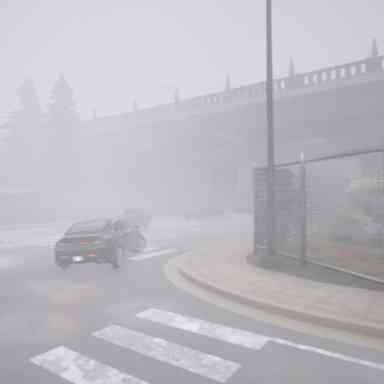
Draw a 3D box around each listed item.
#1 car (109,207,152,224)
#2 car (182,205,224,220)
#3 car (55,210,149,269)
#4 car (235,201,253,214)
[{"bbox_3d":[-4.720,1.809,23.145,1.812,1.442,4.674,-1,-1,36],"label":"car"},{"bbox_3d":[1.110,1.884,31.288,1.895,1.301,4.718,-1,-1,36],"label":"car"},{"bbox_3d":[-3.087,1.681,11.892,1.837,1.490,4.892,-4,-1,4],"label":"car"},{"bbox_3d":[7.103,1.830,39.648,2.033,1.411,5.357,-1,-1,36],"label":"car"}]
